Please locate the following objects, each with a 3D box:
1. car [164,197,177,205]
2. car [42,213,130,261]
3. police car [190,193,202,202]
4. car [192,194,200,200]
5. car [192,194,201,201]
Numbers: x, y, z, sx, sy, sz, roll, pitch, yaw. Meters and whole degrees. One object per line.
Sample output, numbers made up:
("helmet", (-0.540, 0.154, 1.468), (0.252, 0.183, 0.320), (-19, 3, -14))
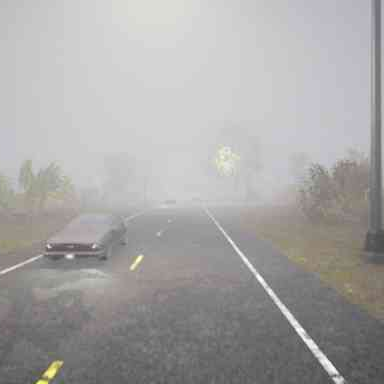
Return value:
("car", (-3.566, 1.468, 55.847), (1.895, 1.301, 4.718), (0, 0, 1))
("car", (-3.603, 1.521, 12.478), (2.033, 1.411, 5.357), (0, 0, 0))
("police car", (1.031, 1.257, 69.280), (1.930, 1.638, 5.238), (0, 0, 0))
("car", (1.025, 1.243, 85.363), (1.801, 1.575, 5.366), (0, 0, 0))
("car", (1.027, 1.283, 79.171), (1.882, 1.535, 5.008), (0, 0, 0))
